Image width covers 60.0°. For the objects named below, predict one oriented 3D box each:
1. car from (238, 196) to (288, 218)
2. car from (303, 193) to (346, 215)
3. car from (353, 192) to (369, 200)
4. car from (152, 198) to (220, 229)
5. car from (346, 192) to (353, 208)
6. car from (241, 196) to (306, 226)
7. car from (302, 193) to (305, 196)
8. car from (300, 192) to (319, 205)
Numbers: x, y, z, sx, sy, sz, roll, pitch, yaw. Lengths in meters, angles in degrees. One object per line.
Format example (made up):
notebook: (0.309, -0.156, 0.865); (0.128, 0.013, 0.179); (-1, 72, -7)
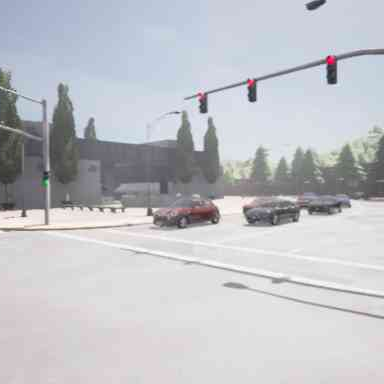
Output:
car: (5.950, 1.155, 27.353); (1.882, 1.535, 5.008); (0, 1, 41)
car: (11.446, 1.064, 28.533); (1.882, 1.535, 5.008); (0, 1, 36)
car: (27.813, 0.658, 56.376); (2.033, 1.411, 5.357); (-1, 0, -3)
car: (-0.299, 1.179, 20.569); (2.097, 1.767, 4.553); (0, 1, 43)
car: (16.696, 0.961, 37.308); (1.812, 1.442, 4.674); (-1, 1, 23)
car: (5.264, 1.242, 21.395); (1.837, 1.490, 4.892); (0, 1, 42)
car: (11.853, 1.124, 35.323); (1.895, 1.301, 4.718); (-1, 1, 29)
car: (15.833, 0.861, 45.029); (1.882, 1.535, 5.008); (-1, 0, 15)
